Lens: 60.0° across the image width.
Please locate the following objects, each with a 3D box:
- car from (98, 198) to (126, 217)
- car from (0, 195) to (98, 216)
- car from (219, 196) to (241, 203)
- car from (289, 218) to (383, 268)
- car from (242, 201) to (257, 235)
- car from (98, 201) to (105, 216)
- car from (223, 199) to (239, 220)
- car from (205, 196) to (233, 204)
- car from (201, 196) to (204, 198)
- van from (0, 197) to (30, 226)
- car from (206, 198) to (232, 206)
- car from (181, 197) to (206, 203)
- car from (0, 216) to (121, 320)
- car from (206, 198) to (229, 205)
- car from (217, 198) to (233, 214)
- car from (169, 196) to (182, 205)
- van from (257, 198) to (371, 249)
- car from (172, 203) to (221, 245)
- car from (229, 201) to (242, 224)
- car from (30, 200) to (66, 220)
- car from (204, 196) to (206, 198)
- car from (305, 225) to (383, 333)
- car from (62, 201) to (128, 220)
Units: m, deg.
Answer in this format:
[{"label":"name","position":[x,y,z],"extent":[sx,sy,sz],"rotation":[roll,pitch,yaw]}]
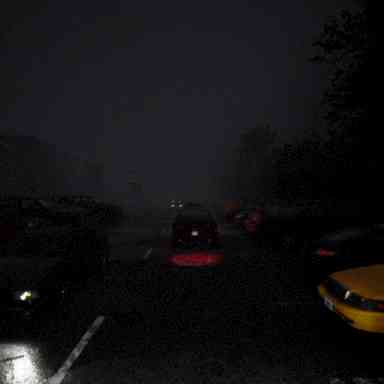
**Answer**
[{"label":"car","position":[-7.937,1.259,24.947],"extent":[5.566,2.045,2.435],"rotation":[0,0,0]},{"label":"car","position":[-7.953,1.234,16.537],"extent":[5.566,2.045,2.435],"rotation":[0,0,0]},{"label":"car","position":[9.167,1.805,80.833],"extent":[5.008,1.535,1.882],"rotation":[0,-3,-11]},{"label":"car","position":[5.086,1.521,8.204],"extent":[4.674,1.452,2.002],"rotation":[0,0,0]},{"label":"car","position":[5.067,1.359,16.557],"extent":[4.553,1.767,2.185],"rotation":[0,0,0]},{"label":"car","position":[-7.971,1.490,19.342],"extent":[4.892,1.521,2.231],"rotation":[0,0,0]},{"label":"car","position":[5.119,1.509,24.912],"extent":[5.008,1.535,2.097],"rotation":[0,0,0]},{"label":"car","position":[5.194,1.854,58.963],"extent":[4.674,1.452,2.002],"rotation":[0,-1,0]},{"label":"car","position":[5.309,2.020,92.997],"extent":[4.553,1.767,2.185],"rotation":[0,-1,0]},{"label":"van","position":[-8.105,1.255,10.932],"extent":[4.442,1.987,1.878],"rotation":[0,0,0]},{"label":"car","position":[5.206,1.878,65.385],"extent":[4.892,1.521,2.231],"rotation":[0,-1,0]},{"label":"car","position":[0.151,1.600,34.145],"extent":[1.837,1.490,4.892],"rotation":[0,0,0]},{"label":"car","position":[-3.346,1.548,7.823],"extent":[2.033,1.411,5.357],"rotation":[0,0,0]},{"label":"car","position":[5.216,1.949,68.661],"extent":[4.674,1.452,2.002],"rotation":[0,-1,0]},{"label":"car","position":[5.121,1.543,30.480],"extent":[5.008,1.535,2.097],"rotation":[0,0,0]},{"label":"car","position":[-3.114,1.901,69.037],"extent":[1.882,1.535,5.008],"rotation":[0,-1,0]},{"label":"van","position":[5.210,1.255,13.776],"extent":[4.442,1.987,1.878],"rotation":[0,0,0]},{"label":"car","position":[0.113,1.481,15.585],"extent":[1.882,1.535,5.008],"rotation":[0,0,0]},{"label":"car","position":[5.110,1.539,22.125],"extent":[4.674,1.452,2.002],"rotation":[0,0,0]},{"label":"car","position":[-8.017,1.356,13.736],"extent":[4.553,1.767,2.185],"rotation":[0,0,0]},{"label":"car","position":[5.209,1.845,62.112],"extent":[5.008,1.535,2.097],"rotation":[0,-1,0]},{"label":"car","position":[4.901,1.478,5.419],"extent":[5.366,1.575,1.946],"rotation":[0,0,0]},{"label":"car","position":[-7.965,1.527,27.747],"extent":[4.892,1.521,2.231],"rotation":[0,0,0]}]
